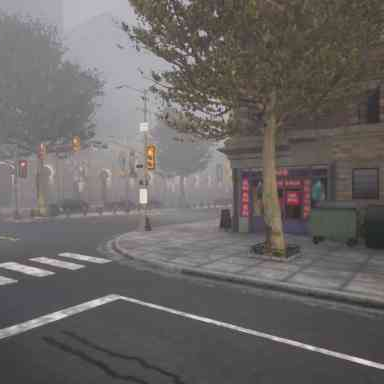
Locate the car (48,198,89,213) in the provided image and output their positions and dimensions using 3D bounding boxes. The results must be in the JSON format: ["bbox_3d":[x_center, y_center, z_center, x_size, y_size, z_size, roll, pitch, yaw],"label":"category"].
[{"bbox_3d":[-13.944,1.505,37.490,1.837,1.490,4.892,0,0,36],"label":"car"}]

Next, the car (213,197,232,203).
[{"bbox_3d":[5.939,1.602,64.969,1.895,1.301,4.718,0,0,36],"label":"car"}]

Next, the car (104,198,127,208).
[{"bbox_3d":[-10.321,1.595,47.923,1.895,1.301,4.718,0,0,36],"label":"car"}]

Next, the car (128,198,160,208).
[{"bbox_3d":[-6.532,1.526,47.771,1.812,1.442,4.674,0,0,35],"label":"car"}]
